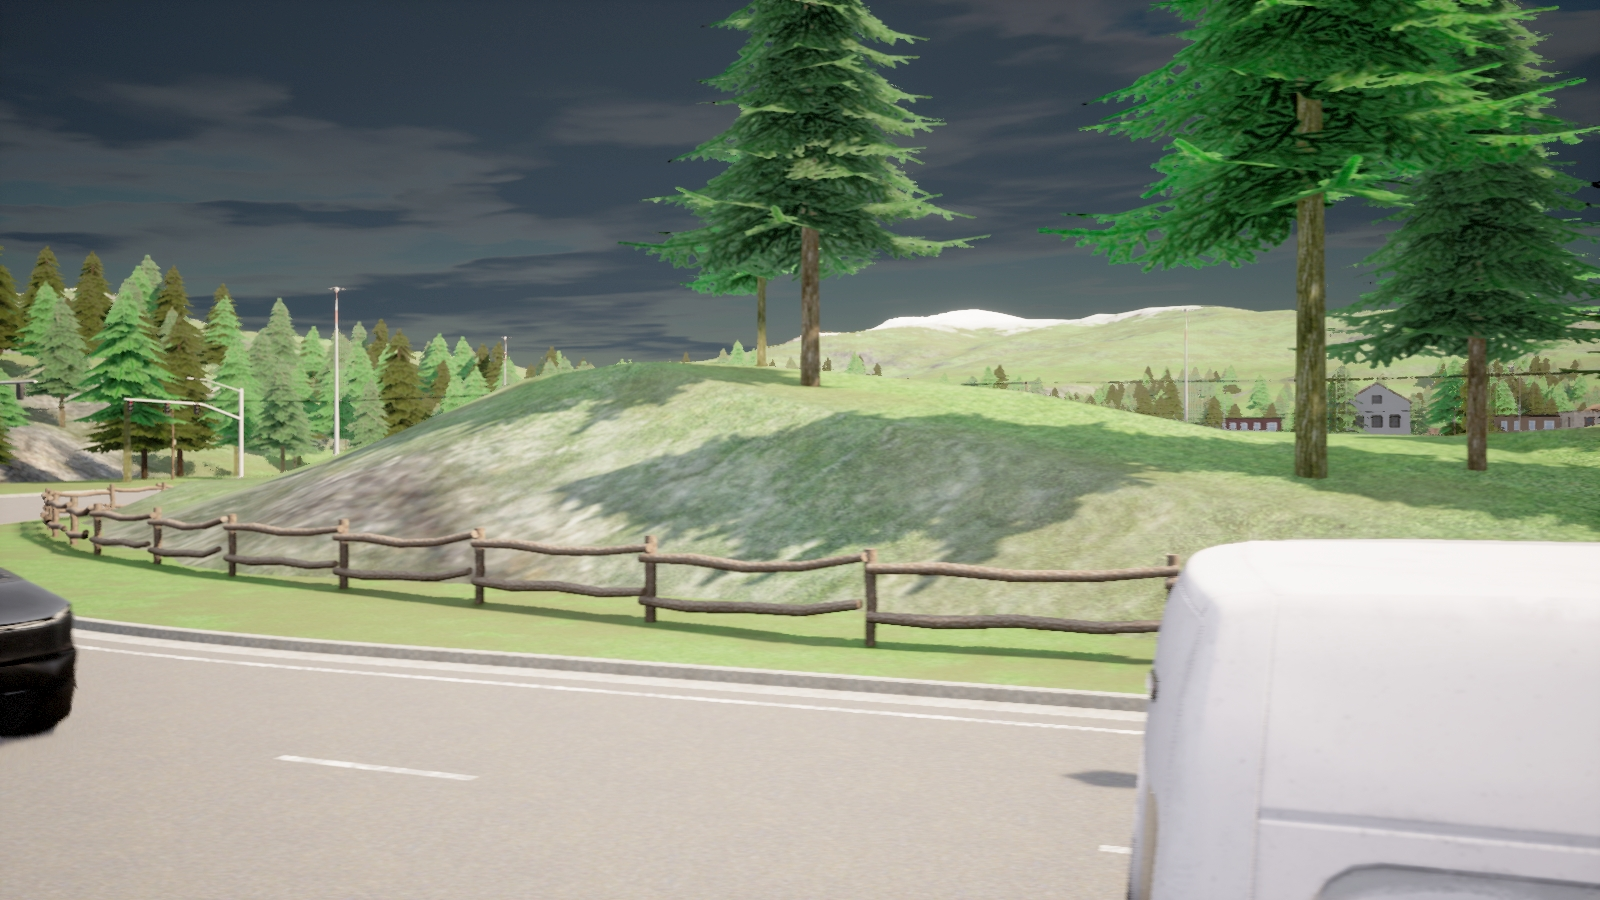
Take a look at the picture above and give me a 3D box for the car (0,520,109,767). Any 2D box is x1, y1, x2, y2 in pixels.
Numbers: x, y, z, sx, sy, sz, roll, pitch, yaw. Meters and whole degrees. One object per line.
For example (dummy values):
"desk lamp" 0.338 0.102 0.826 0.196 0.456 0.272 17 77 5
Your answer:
"car" -10.019 1.773 11.348 6.274 2.098 2.390 0 0 26

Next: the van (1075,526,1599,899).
"van" 3.613 1.532 1.986 5.915 2.561 1.988 0 0 19
